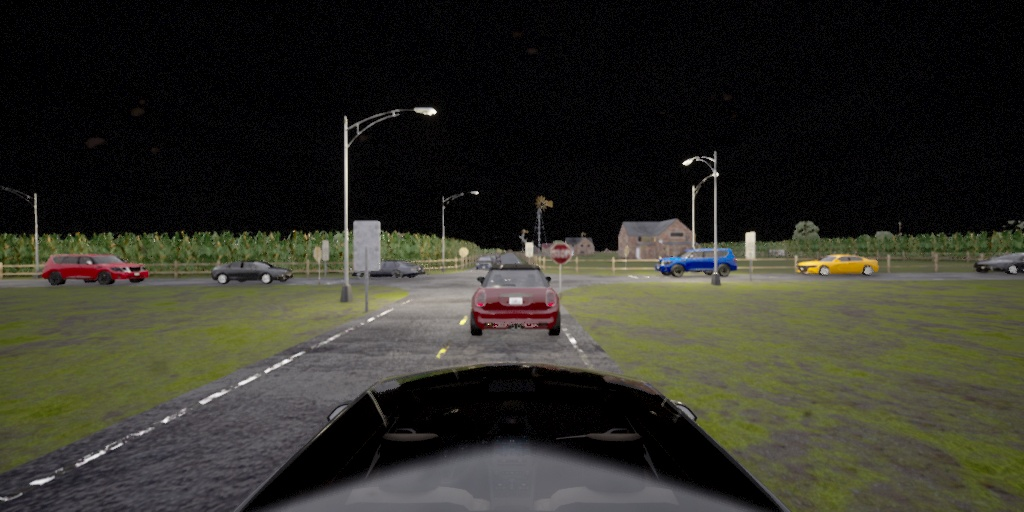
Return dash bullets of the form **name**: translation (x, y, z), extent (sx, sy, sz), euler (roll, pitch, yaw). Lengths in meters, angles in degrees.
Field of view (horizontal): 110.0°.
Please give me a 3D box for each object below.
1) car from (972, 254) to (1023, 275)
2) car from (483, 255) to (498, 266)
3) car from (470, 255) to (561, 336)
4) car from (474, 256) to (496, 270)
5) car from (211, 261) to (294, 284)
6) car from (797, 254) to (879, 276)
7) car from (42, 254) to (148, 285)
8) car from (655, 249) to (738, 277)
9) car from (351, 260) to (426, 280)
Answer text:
- **car**: translation (36.945, 0.560, 26.234), extent (4.892, 1.490, 1.837), euler (-1, 1, 1)
- **car**: translation (-2.929, 0.576, 49.615), extent (1.837, 1.490, 4.892), euler (0, 1, 0)
- **car**: translation (0.068, 0.979, 10.082), extent (2.097, 1.767, 4.553), euler (0, 1, 0)
- **car**: translation (-2.921, 0.754, 39.700), extent (2.033, 1.411, 5.357), euler (0, 1, 0)
- **car**: translation (-17.376, 1.069, 24.127), extent (4.892, 1.490, 1.837), euler (-1, 1, 1)
- **car**: translation (23.902, 0.647, 26.444), extent (5.008, 1.535, 1.882), euler (-1, 1, 1)
- **car**: translation (-28.121, 0.879, 24.281), extent (5.566, 2.045, 2.150), euler (0, 1, 1)
- **car**: translation (13.596, 0.481, 26.597), extent (5.566, 2.045, 2.150), euler (-1, 1, 0)
- **car**: translation (-9.154, 1.002, 26.602), extent (5.357, 1.411, 2.033), euler (-1, 0, 14)
